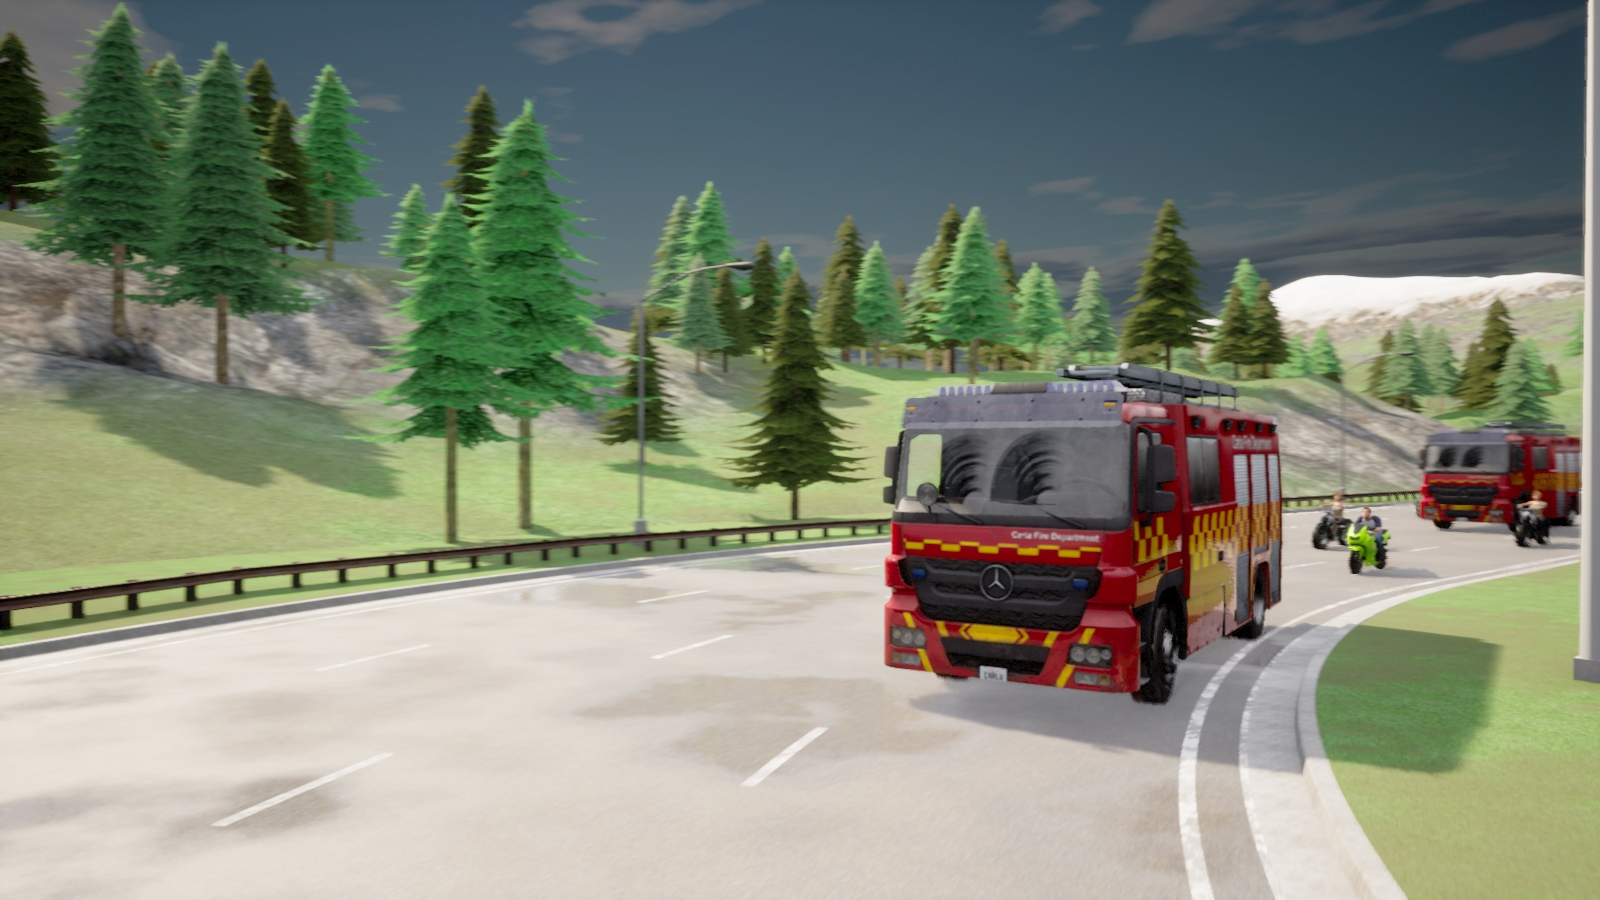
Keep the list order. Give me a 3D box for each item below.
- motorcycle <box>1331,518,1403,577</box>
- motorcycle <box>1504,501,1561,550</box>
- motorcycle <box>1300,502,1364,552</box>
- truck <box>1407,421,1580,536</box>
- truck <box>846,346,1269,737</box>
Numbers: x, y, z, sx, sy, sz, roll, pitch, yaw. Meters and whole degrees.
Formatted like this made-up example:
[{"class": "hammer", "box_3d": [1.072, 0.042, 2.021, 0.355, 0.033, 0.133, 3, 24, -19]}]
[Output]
[{"class": "motorcycle", "box_3d": [13.038, 2.215, 26.258, 2.033, 1.199, 0.803, 0, 0, -42]}, {"class": "motorcycle", "box_3d": [21.527, 2.197, 33.563, 2.356, 1.307, 0.764, 0, 0, -40]}, {"class": "motorcycle", "box_3d": [15.340, 2.190, 32.894, 2.356, 1.307, 0.764, 0, 0, -40]}, {"class": "truck", "box_3d": [25.541, 0.942, 41.891, 8.468, 3.827, 2.891, 0, 0, -40]}, {"class": "truck", "box_3d": [4.017, 0.904, 15.530, 2.891, 3.827, 8.468, 0, 0, 33]}]
